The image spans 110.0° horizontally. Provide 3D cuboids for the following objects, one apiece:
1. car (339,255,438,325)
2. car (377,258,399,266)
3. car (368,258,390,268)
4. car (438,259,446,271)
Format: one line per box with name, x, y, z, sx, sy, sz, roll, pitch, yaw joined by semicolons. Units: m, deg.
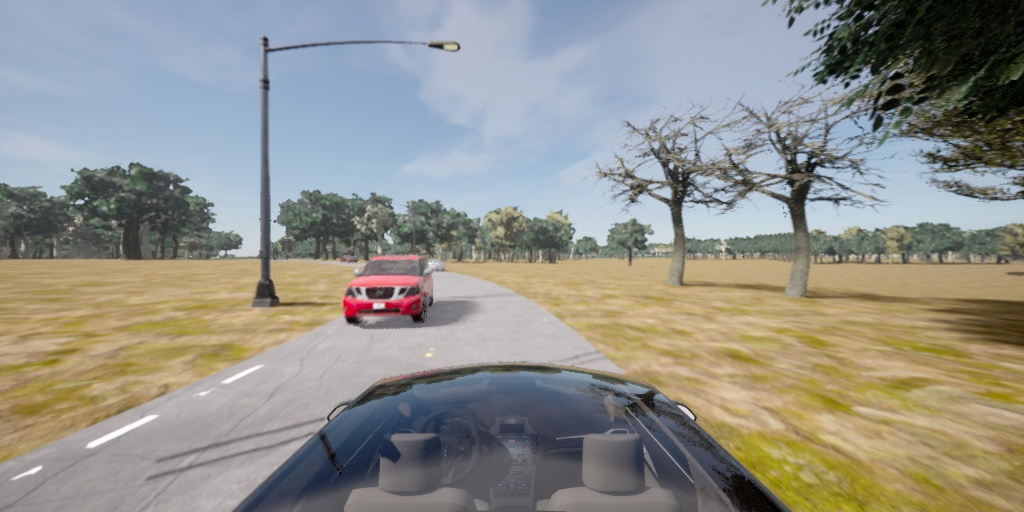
car;-3.921;0.975;12.316;2.150;2.045;5.566;0;0;-8
car;-20.323;0.958;58.758;1.895;1.301;4.718;1;0;-40
car;-18.978;0.978;51.194;1.994;1.385;4.181;0;1;-34
car;-9.478;1.075;43.755;1.812;1.442;4.674;0;0;-28
